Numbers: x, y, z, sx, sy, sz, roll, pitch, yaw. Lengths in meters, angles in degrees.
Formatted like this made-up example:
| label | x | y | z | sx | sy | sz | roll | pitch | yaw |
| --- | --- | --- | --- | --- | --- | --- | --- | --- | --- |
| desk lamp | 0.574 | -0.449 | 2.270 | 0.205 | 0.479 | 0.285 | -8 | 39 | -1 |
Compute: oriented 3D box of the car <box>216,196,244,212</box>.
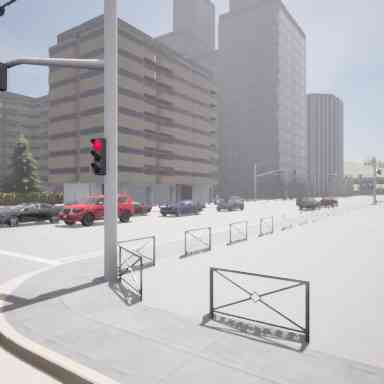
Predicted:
| label | x | y | z | sx | sy | sz | roll | pitch | yaw |
| --- | --- | --- | --- | --- | --- | --- | --- | --- | --- |
| car | 4.689 | 1.529 | 39.779 | 1.812 | 1.442 | 4.674 | 0 | 0 | 35 |

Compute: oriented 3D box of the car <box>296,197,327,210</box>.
| label | x | y | z | sx | sy | sz | roll | pitch | yaw |
| --- | --- | --- | --- | --- | --- | --- | --- | --- | --- |
| car | 15.059 | 1.493 | 42.183 | 2.128 | 1.511 | 4.902 | 0 | 0 | 35 |

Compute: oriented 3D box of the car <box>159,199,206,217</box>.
| label | x | y | z | sx | sy | sz | roll | pitch | yaw |
| --- | --- | --- | --- | --- | --- | --- | --- | --- | --- |
| car | -0.994 | 1.604 | 31.556 | 1.895 | 1.301 | 4.718 | 0 | 0 | 35 |

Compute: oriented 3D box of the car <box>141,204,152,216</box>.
| label | x | y | z | sx | sy | sz | roll | pitch | yaw |
| --- | --- | --- | --- | --- | --- | --- | --- | --- | --- |
| car | -5.941 | 1.605 | 30.544 | 1.895 | 1.301 | 4.718 | 0 | 0 | 35 |

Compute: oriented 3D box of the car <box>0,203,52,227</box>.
| label | x | y | z | sx | sy | sz | roll | pitch | yaw |
| --- | --- | --- | --- | --- | --- | --- | --- | --- | --- |
| car | -11.200 | 1.495 | 22.911 | 2.128 | 1.511 | 4.902 | 0 | 0 | 35 |

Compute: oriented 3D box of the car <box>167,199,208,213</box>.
| label | x | y | z | sx | sy | sz | roll | pitch | yaw |
| --- | --- | --- | --- | --- | --- | --- | --- | --- | --- |
| car | -0.397 | 1.551 | 38.589 | 2.033 | 1.411 | 5.357 | 0 | 0 | 35 |

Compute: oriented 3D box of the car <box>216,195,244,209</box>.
| label | x | y | z | sx | sy | sz | roll | pitch | yaw |
| --- | --- | --- | --- | --- | --- | --- | --- | --- | --- |
| car | 5.393 | 1.356 | 46.927 | 2.097 | 1.767 | 4.553 | 0 | 0 | 35 |

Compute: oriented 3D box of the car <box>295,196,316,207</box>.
| label | x | y | z | sx | sy | sz | roll | pitch | yaw |
| --- | --- | --- | --- | --- | --- | --- | --- | --- | --- |
| car | 17.957 | 1.480 | 52.537 | 1.882 | 1.535 | 5.008 | 0 | 0 | 35 |

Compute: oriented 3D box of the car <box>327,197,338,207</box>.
| label | x | y | z | sx | sy | sz | roll | pitch | yaw |
| --- | --- | --- | --- | --- | --- | --- | --- | --- | --- |
| car | 20.882 | 1.480 | 50.644 | 1.882 | 1.535 | 5.008 | 0 | 0 | 35 |

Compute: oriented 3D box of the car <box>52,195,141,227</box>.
| label | x | y | z | sx | sy | sz | roll | pitch | yaw |
| --- | --- | --- | --- | --- | --- | --- | --- | --- | --- |
| car | -6.537 | 1.225 | 23.511 | 2.150 | 2.045 | 5.566 | 0 | 0 | 35 |
